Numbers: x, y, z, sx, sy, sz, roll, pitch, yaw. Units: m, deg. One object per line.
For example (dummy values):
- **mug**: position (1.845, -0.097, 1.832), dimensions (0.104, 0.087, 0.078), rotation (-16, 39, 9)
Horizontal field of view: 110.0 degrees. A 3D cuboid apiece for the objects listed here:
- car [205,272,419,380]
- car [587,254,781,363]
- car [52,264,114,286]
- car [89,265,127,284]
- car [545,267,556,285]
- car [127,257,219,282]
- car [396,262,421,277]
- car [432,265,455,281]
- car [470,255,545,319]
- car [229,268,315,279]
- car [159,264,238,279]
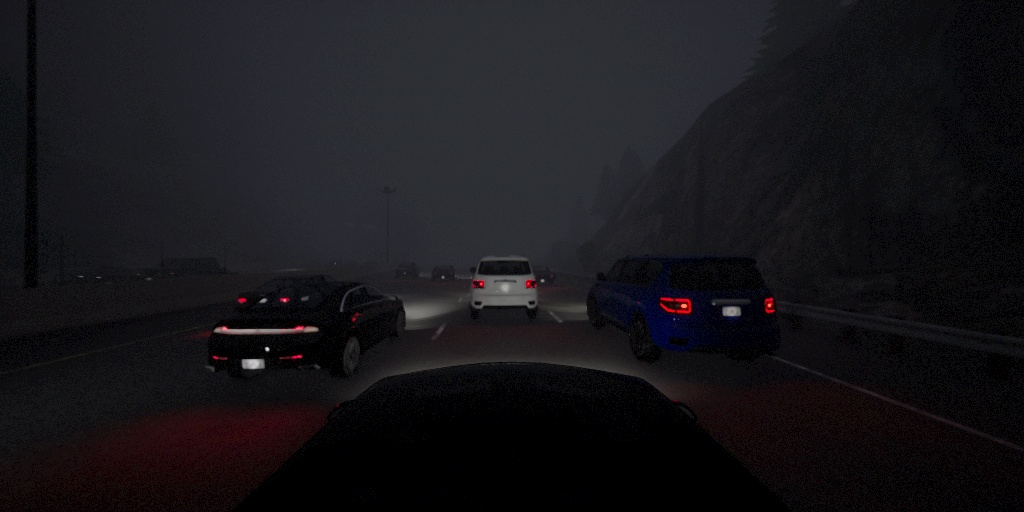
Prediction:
- **car**: position (-3.597, 1.262, 7.311), dimensions (2.128, 1.511, 4.902), rotation (0, 0, -2)
- **car**: position (3.387, 0.979, 8.370), dimensions (2.150, 2.045, 5.566), rotation (0, 0, -2)
- **car**: position (-30.080, 1.366, 26.097), dimensions (2.128, 1.511, 4.902), rotation (0, 0, -8)
- **car**: position (-26.462, 1.465, 25.536), dimensions (1.895, 1.301, 4.718), rotation (0, 0, -8)
- **car**: position (1.803, 1.403, 26.696), dimensions (1.895, 1.301, 4.718), rotation (0, 0, -7)
- **car**: position (-22.861, 1.079, 25.000), dimensions (2.150, 2.045, 5.566), rotation (0, 0, -8)
- **car**: position (-9.935, 1.338, 34.448), dimensions (2.128, 1.511, 4.902), rotation (0, 0, -9)
- **car**: position (-5.885, 1.431, 31.140), dimensions (1.895, 1.301, 4.718), rotation (0, 0, -8)
- **car**: position (-0.366, 0.998, 13.201), dimensions (2.150, 2.045, 5.566), rotation (0, 0, -4)
- **car**: position (-7.338, 1.339, 12.842), dimensions (2.033, 1.411, 5.357), rotation (0, 0, -4)
- **car**: position (-19.011, 1.404, 22.421), dimensions (1.994, 1.385, 4.181), rotation (0, 0, -7)
